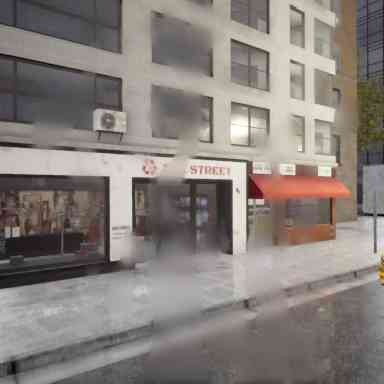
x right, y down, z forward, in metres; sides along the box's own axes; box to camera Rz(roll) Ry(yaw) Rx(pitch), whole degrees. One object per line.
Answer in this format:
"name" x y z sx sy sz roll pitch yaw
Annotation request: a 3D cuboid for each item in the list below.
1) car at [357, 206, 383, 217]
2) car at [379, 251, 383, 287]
"car" 16.964 1.601 28.810 2.033 1.411 5.357 0 0 -34
"car" 6.400 1.476 7.952 5.008 1.535 1.882 0 0 -35
